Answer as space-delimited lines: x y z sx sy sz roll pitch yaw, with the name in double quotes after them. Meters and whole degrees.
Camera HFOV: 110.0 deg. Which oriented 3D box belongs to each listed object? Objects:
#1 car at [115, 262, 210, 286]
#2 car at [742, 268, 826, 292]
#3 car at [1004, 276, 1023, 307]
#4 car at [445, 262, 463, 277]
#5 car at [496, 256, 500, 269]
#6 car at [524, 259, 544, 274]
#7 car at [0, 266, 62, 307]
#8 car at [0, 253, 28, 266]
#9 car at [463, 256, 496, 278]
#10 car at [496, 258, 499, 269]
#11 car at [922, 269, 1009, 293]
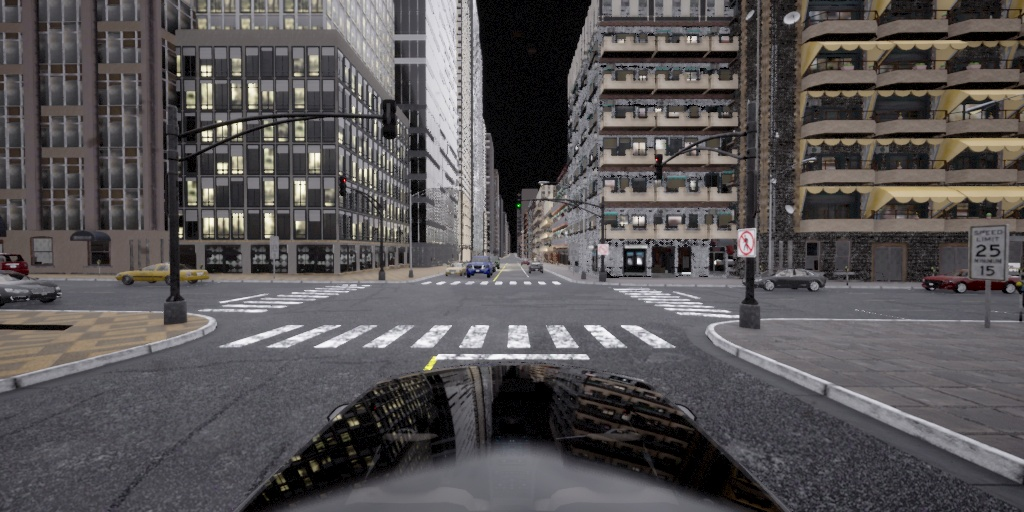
-21.631 1.038 22.234 4.829 1.417 1.751 0 0 1 "car"
16.343 1.384 21.667 4.403 1.370 2.007 0 0 1 "car"
21.735 1.581 13.201 4.313 1.339 1.948 0 0 1 "car"
-5.630 1.281 36.353 1.751 1.417 4.829 0 0 0 "car"
-2.995 0.982 55.342 2.150 2.045 5.566 0 0 0 "car"
2.762 1.307 42.162 2.007 1.370 4.403 0 0 0 "car"
-20.266 1.210 13.898 4.403 1.370 2.007 0 0 1 "car"
-33.577 0.722 22.460 5.009 1.841 2.192 0 0 1 "car"
-3.042 0.977 34.655 2.150 2.045 5.566 0 0 0 "car"
-3.017 1.235 44.786 1.882 1.535 5.008 0 0 0 "car"
27.409 1.471 21.492 4.507 1.381 1.888 0 0 1 "car"
